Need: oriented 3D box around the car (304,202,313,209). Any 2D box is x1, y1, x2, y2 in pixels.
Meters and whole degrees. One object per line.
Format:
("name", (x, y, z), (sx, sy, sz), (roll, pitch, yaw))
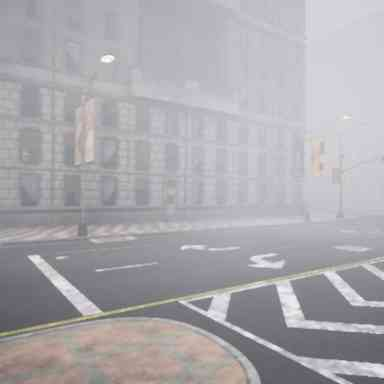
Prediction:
("car", (16.761, 2.024, 52.209), (1.994, 1.385, 4.181), (1, 0, -34))
